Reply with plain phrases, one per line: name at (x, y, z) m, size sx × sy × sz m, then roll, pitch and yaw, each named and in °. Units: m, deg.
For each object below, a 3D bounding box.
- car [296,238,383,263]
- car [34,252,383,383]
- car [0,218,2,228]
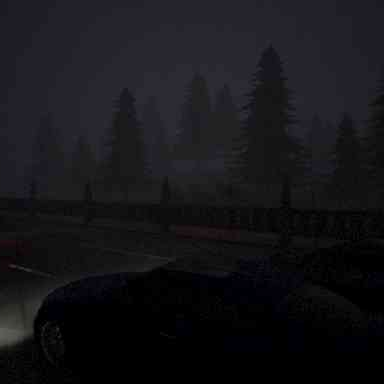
car at (3.140, 1.558, 6.053) m, size 4.181 × 1.385 × 1.994 m, roll 1°, pitch 0°, yaw 36°
car at (0.047, 1.509, 3.959) m, size 4.674 × 1.442 × 1.812 m, roll 1°, pitch 0°, yaw 36°
car at (-11.439, 1.450, 16.459) m, size 4.718 × 1.301 × 1.895 m, roll 1°, pitch 0°, yaw 36°
